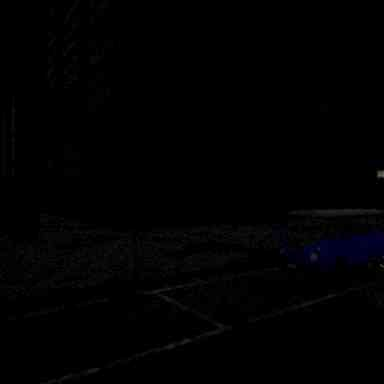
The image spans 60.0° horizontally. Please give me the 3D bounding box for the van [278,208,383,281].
[{"bbox_3d":[4.265,1.385,9.701,3.998,1.788,1.690,0,0,-36],"label":"van"}]
